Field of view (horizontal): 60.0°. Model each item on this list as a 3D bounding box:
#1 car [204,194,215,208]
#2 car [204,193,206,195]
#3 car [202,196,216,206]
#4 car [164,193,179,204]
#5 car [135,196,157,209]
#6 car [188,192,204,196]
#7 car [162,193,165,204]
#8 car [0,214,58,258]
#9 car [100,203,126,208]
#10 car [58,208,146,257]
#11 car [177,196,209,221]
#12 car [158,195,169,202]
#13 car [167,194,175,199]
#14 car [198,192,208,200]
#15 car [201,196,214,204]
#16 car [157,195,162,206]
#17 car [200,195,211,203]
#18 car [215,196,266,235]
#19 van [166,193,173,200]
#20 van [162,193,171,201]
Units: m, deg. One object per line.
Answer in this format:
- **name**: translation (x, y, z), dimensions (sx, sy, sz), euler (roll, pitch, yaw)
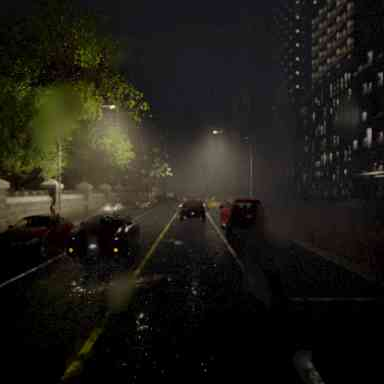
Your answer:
- **car**: translation (2.640, 1.353, 40.779), dimensions (1.752, 1.417, 4.829), euler (0, 0, 0)
- **car**: translation (2.634, 1.248, 46.240), dimensions (1.967, 1.590, 4.097), euler (0, 0, 0)
- **car**: translation (2.626, 1.334, 51.872), dimensions (1.887, 1.381, 4.507), euler (0, 0, 0)
- **car**: translation (-3.065, 1.252, 54.718), dimensions (1.994, 1.385, 4.181), euler (0, 0, 0)
- **car**: translation (-5.740, 1.268, 40.598), dimensions (1.967, 1.590, 4.097), euler (0, 0, 0)
- **car**: translation (0.030, 1.175, 41.584), dimensions (2.097, 1.767, 4.553), euler (0, 0, 0)
- **car**: translation (-5.760, 1.354, 57.494), dimensions (1.802, 1.307, 4.206), euler (0, 0, 0)
- **car**: translation (-5.706, 1.528, 12.437), dimensions (1.802, 1.307, 4.206), euler (0, 0, 0)
- **car**: translation (-5.720, 1.449, 23.703), dimensions (2.008, 1.369, 4.403), euler (0, 0, 0)
- **car**: translation (-3.116, 1.510, 12.467), dimensions (1.994, 1.385, 4.181), euler (0, 0, 0)
- **car**: translation (0.059, 1.366, 26.239), dimensions (1.882, 1.535, 5.008), euler (0, 0, 0)
- **car**: translation (-5.774, 1.305, 68.760), dimensions (1.947, 1.339, 4.313), euler (0, 0, 0)
- **car**: translation (-5.800, 1.223, 91.288), dimensions (1.887, 1.381, 4.507), euler (0, 0, 0)
- **car**: translation (2.593, 1.023, 80.033), dimensions (2.192, 1.841, 5.009), euler (0, 0, 0)
- **car**: translation (2.620, 1.339, 57.504), dimensions (1.947, 1.339, 4.313), euler (0, 0, 0)
- **car**: translation (-5.746, 1.357, 46.230), dimensions (2.008, 1.369, 4.403), euler (0, 0, 0)
- **car**: translation (2.613, 1.301, 63.137), dimensions (1.887, 1.381, 4.507), euler (0, 0, 0)
- **car**: translation (2.668, 1.238, 18.078), dimensions (2.192, 1.841, 5.009), euler (0, 0, 0)
- **van**: translation (-5.794, 1.033, 85.655), dimensions (1.690, 1.788, 3.998), euler (0, 0, 0)
- **van**: translation (-5.780, 1.063, 74.390), dimensions (1.690, 1.788, 3.998), euler (0, 0, 0)
